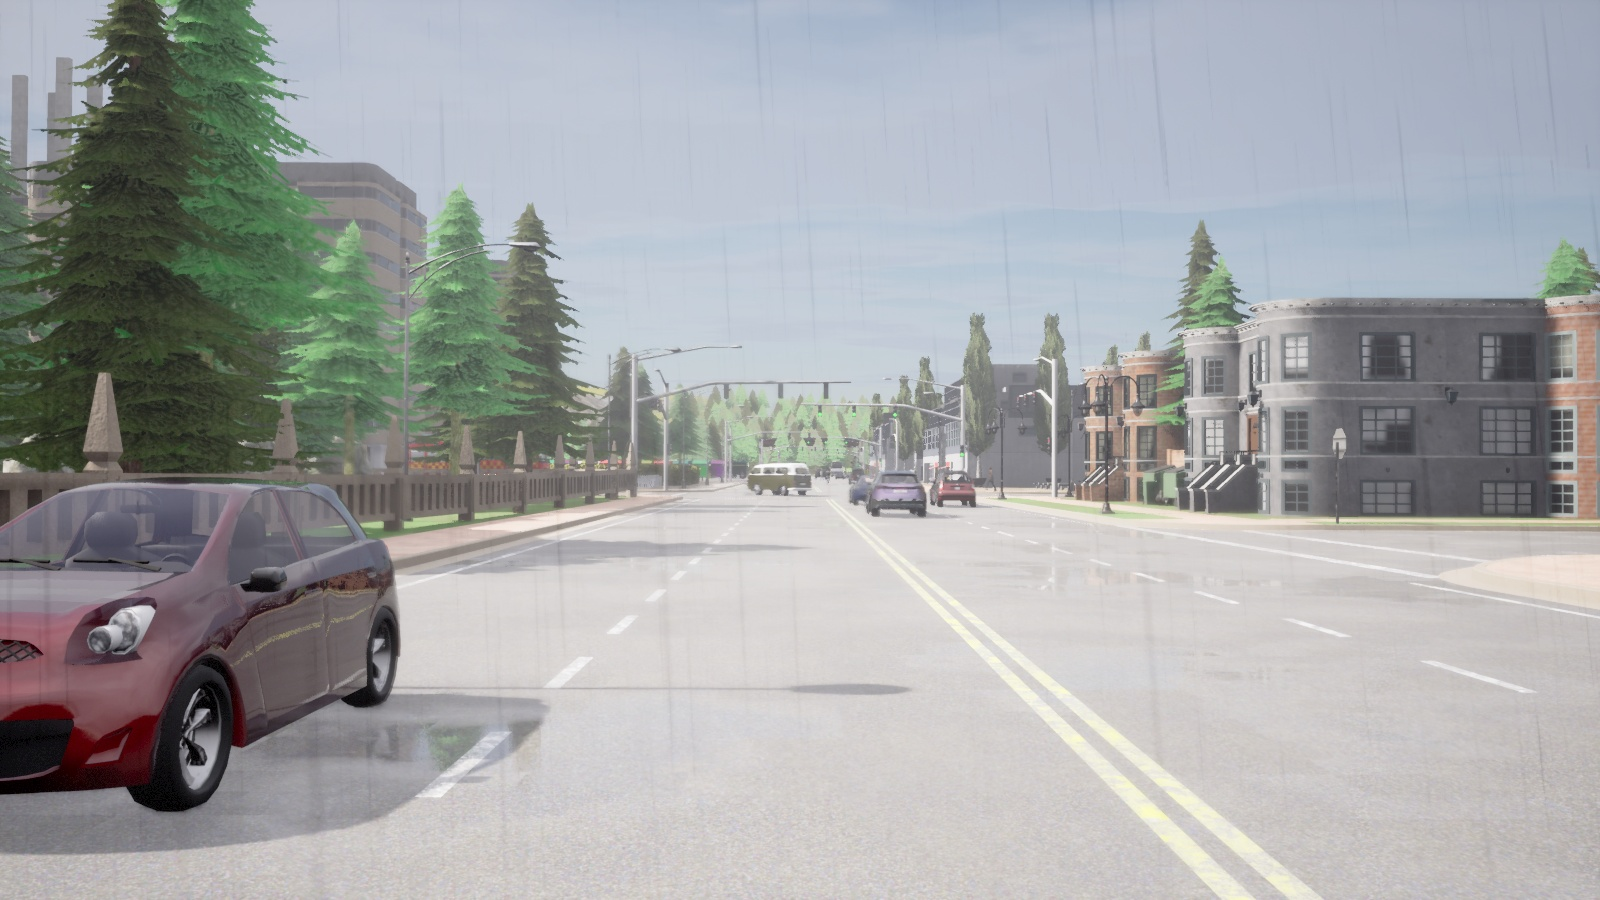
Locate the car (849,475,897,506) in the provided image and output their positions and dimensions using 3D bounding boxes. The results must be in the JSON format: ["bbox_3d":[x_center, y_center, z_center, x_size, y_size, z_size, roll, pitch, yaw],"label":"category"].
[{"bbox_3d":[3.369,1.850,58.807,1.994,1.385,4.181,0,-1,0],"label":"car"}]

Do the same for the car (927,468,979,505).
[{"bbox_3d":[6.873,1.636,56.762,1.851,1.617,3.988,0,-1,0],"label":"car"}]

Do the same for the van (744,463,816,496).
[{"bbox_3d":[-1.303,1.865,78.901,2.069,2.038,4.480,1,-2,-43],"label":"van"}]

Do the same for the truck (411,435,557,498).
[{"bbox_3d":[-19.815,1.053,79.054,8.468,3.827,2.891,0,-1,0],"label":"truck"}]

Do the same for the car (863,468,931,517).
[{"bbox_3d":[3.400,1.481,44.761,2.033,1.649,4.856,0,-1,0],"label":"car"}]

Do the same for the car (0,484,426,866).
[{"bbox_3d":[-3.515,0.958,6.892,1.845,1.501,3.633,0,-1,0],"label":"car"}]
